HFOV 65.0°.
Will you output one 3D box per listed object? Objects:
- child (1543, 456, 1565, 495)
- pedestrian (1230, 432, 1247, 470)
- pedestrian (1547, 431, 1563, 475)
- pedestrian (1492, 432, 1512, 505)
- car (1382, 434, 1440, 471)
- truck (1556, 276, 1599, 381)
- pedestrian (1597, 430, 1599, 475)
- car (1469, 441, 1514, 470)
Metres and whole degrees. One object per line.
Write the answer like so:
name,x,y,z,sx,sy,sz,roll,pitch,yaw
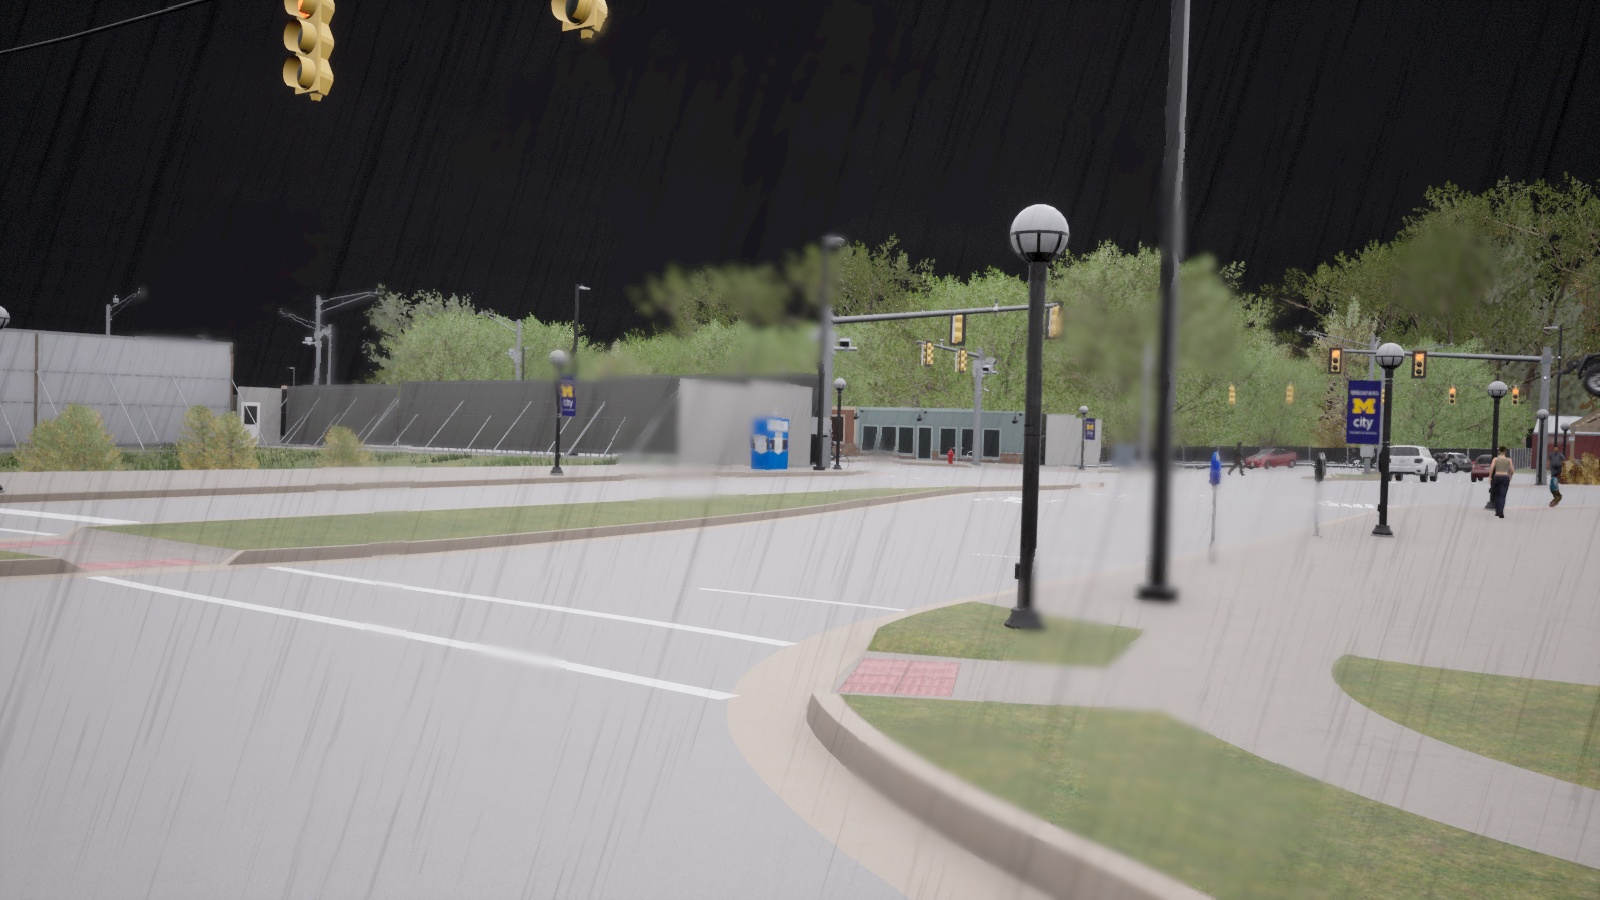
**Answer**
child,23.487,0.796,39.103,0.448,1.192,0.343,1,2,4
pedestrian,22.444,0.033,64.233,0.692,1.930,0.395,2,2,41
pedestrian,31.950,0.129,53.125,0.540,1.848,0.694,2,2,31
pedestrian,17.884,0.467,32.010,0.345,1.836,0.594,2,2,35
car,35.005,0.158,71.877,2.150,2.045,5.566,0,0,35
truck,30.163,-4.364,42.206,7.936,3.462,2.891,-3,2,32
pedestrian,33.974,0.102,52.736,0.563,1.883,0.849,1,2,13
car,40.739,0.294,73.917,1.851,1.617,3.988,0,1,36
